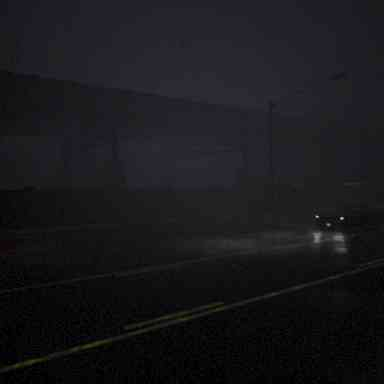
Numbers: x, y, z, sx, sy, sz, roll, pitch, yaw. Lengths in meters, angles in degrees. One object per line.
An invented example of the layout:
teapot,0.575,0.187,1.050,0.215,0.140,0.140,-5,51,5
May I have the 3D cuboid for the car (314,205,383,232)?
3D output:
car,9.105,1.426,19.071,4.718,1.301,1.895,-1,0,-35
